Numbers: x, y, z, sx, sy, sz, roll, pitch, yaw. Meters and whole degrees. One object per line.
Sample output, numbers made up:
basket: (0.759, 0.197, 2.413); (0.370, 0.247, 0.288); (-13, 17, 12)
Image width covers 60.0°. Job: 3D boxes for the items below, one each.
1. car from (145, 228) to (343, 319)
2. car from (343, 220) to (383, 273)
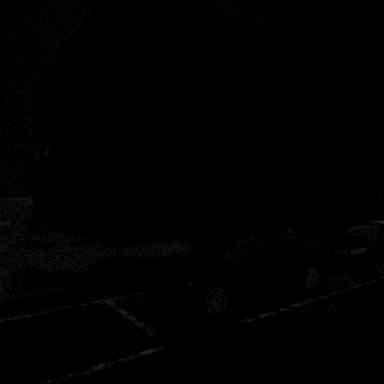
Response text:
car: (1.141, 1.545, 7.359); (4.507, 1.381, 1.887); (0, 0, -36)
car: (5.632, 1.581, 10.577); (4.206, 1.307, 1.802); (0, 0, -36)
